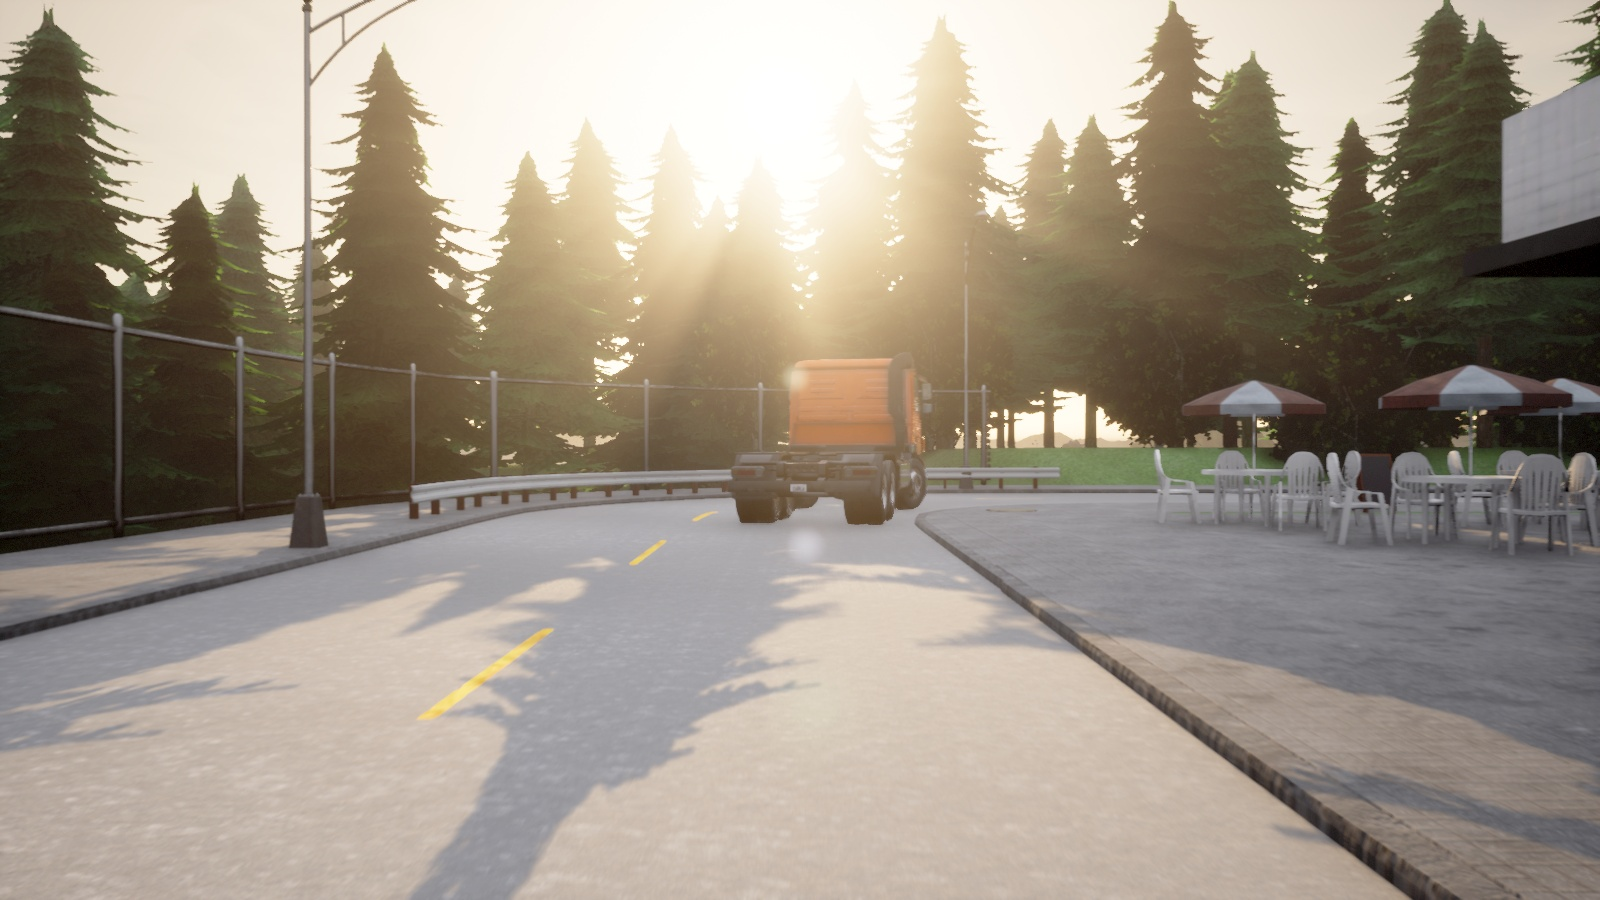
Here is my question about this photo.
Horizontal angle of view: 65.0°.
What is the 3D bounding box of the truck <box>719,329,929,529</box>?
[{"bbox_3d":[0.797,-0.380,25.975,2.891,3.462,7.936,0,0,12],"label":"truck"}]
